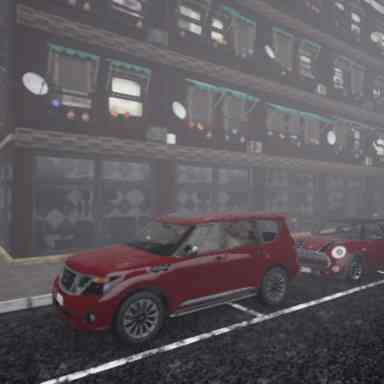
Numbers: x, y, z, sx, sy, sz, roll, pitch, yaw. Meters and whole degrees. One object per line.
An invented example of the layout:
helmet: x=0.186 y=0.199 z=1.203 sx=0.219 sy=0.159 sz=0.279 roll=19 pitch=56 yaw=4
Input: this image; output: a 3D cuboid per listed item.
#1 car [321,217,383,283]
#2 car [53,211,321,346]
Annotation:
car: x=4.610 y=1.516 z=9.850 sx=4.097 sy=1.590 sz=1.967 roll=1 pitch=0 yaw=-36
car: x=0.025 y=1.346 z=6.575 sx=5.009 sy=1.841 sz=2.192 roll=1 pitch=0 yaw=-36
